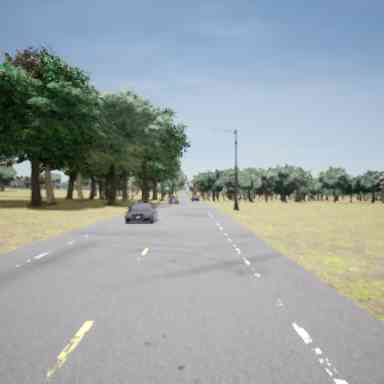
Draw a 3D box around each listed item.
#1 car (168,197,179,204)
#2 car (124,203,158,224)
[{"bbox_3d":[-3.516,1.679,64.778,2.128,1.511,4.902,0,-1,0],"label":"car"},{"bbox_3d":[-3.598,1.496,24.149,1.994,1.385,4.181,0,0,0],"label":"car"}]
